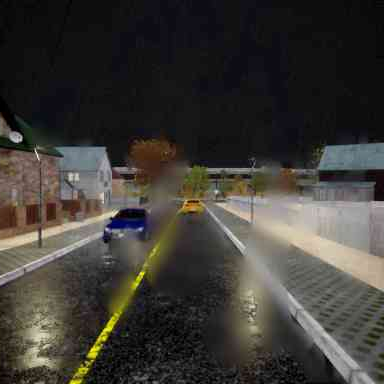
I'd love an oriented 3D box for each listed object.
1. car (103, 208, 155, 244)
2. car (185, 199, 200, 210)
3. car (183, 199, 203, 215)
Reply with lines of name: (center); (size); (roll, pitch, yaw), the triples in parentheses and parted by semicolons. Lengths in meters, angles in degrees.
car: (-2.838, 1.519, 15.834); (1.812, 1.442, 4.674); (0, 0, 0)
car: (0.129, 1.602, 44.497); (1.895, 1.301, 4.718); (0, 0, 0)
car: (0.123, 1.471, 33.963); (1.882, 1.535, 5.008); (0, 0, 0)
